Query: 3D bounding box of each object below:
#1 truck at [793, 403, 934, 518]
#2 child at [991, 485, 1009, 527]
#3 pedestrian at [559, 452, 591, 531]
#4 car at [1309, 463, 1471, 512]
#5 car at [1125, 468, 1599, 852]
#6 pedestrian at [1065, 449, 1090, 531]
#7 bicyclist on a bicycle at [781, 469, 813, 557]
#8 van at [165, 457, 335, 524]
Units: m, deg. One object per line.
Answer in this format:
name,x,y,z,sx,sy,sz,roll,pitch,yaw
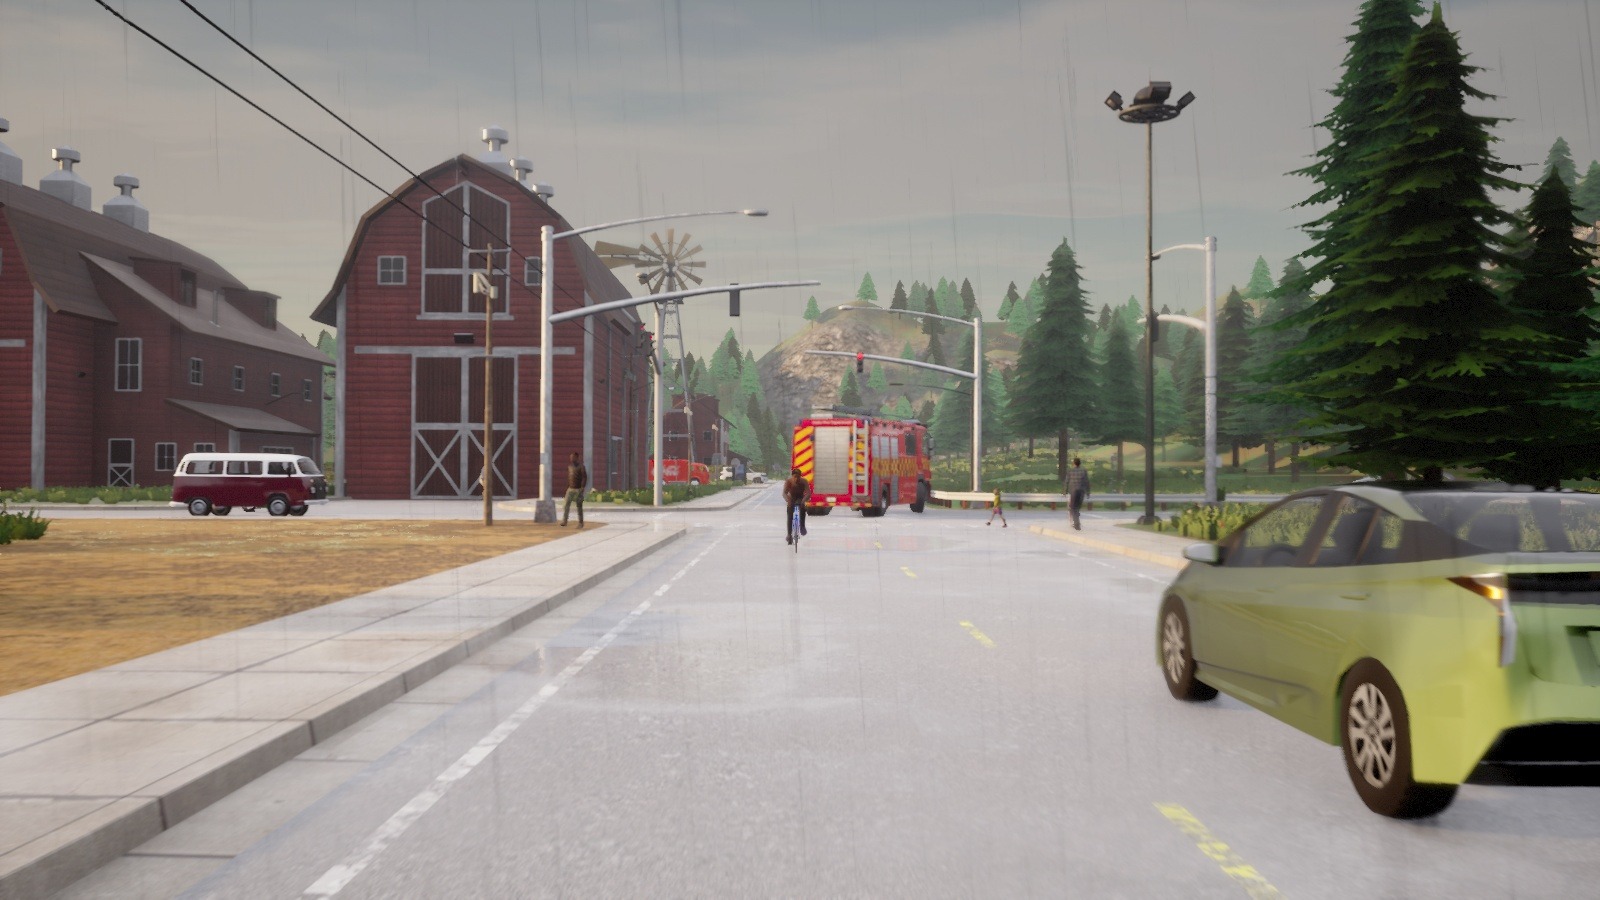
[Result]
truck,2.529,0.418,46.283,2.891,3.827,8.468,0,-1,19
child,5.574,1.558,35.038,0.473,1.160,0.299,0,-1,6
pedestrian,-5.329,0.984,29.749,0.431,1.840,0.703,-1,-1,24
car,20.649,1.302,44.126,4.611,1.667,2.242,0,-1,-1
car,3.482,0.872,7.267,2.007,1.525,4.514,0,-1,0
pedestrian,6.739,0.964,30.532,0.423,1.949,0.788,0,-1,1
bicyclist on a bicycle,-0.059,1.180,24.188,0.582,1.620,1.656,0,-1,0
van,-17.368,1.256,39.842,4.480,2.038,2.069,0,-1,-1
